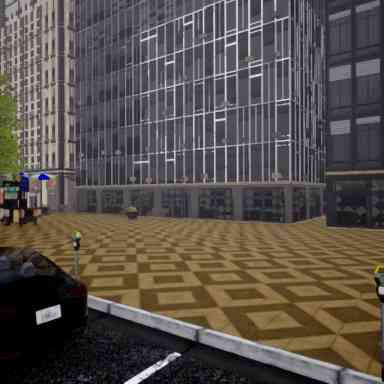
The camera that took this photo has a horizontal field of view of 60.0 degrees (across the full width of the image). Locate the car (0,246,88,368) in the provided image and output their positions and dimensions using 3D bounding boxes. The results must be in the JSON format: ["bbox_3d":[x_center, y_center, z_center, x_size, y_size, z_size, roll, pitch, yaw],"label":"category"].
[{"bbox_3d":[-3.482,1.566,5.371,4.313,1.339,1.947,0,0,36],"label":"car"}]
